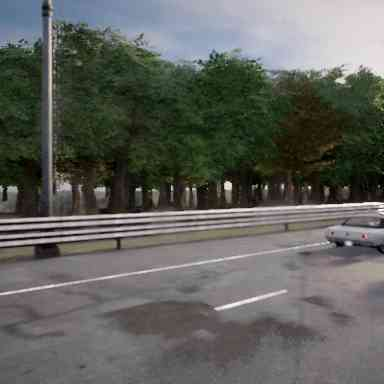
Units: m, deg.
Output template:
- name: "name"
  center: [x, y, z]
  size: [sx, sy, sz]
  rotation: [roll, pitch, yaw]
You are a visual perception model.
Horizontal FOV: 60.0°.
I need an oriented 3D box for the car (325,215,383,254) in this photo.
- name: "car"
  center: [7.521, 1.575, 13.415]
  size: [4.718, 1.301, 1.895]
  rotation: [0, 0, -35]
